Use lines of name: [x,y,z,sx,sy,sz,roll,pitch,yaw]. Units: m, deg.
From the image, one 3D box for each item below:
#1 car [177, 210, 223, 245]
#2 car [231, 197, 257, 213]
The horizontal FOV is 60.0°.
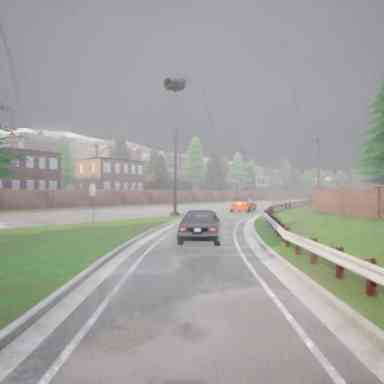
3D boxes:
car: [0.439,1.548,15.602,2.033,1.411,5.357,0,0,5]
car: [5.819,1.352,37.105,2.097,1.767,4.553,0,0,22]
